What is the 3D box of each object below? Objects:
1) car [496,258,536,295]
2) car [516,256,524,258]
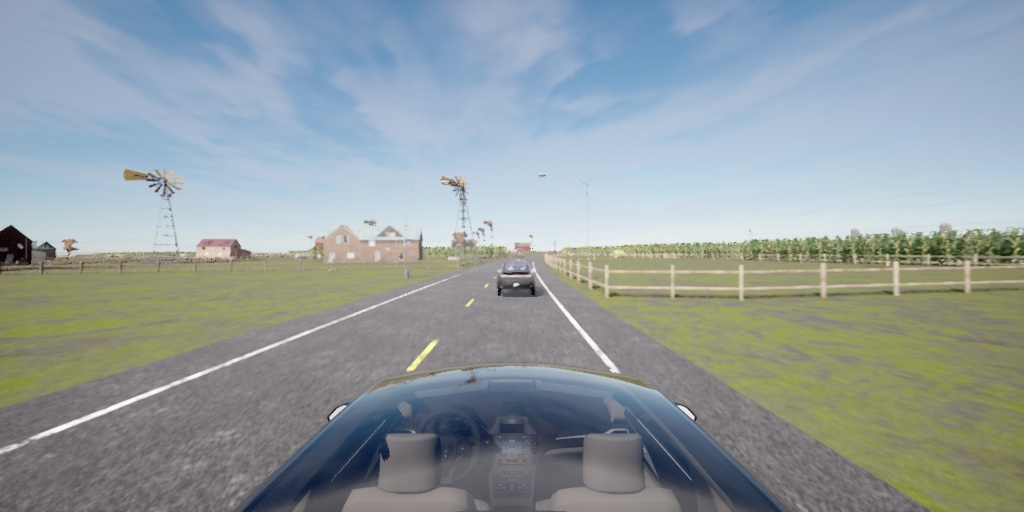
[{"bbox_3d":[0.222,1.066,18.444,2.128,1.511,4.902,0,1,1],"label":"car"},{"bbox_3d":[0.663,0.980,35.805,1.895,1.301,4.718,0,1,3],"label":"car"}]
